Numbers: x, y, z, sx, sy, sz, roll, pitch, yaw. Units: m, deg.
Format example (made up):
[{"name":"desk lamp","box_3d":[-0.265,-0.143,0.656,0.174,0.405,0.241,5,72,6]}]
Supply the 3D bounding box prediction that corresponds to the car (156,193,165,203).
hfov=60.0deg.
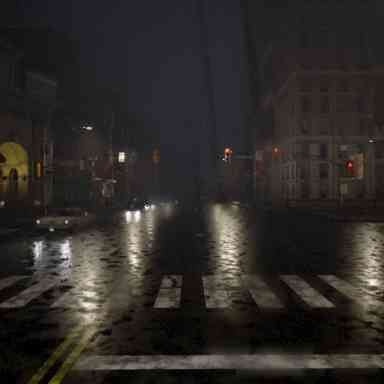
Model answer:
[{"name":"car","box_3d":[-6.912,1.225,71.034,2.150,2.045,5.566,0,0,0]}]

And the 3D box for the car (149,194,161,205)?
[{"name":"car","box_3d":[-7.060,1.491,57.481,2.128,1.511,4.902,0,0,0]}]

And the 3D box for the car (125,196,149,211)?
[{"name":"car","box_3d":[-7.084,1.493,41.837,2.128,1.511,4.902,0,0,0]}]

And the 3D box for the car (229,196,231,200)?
[{"name":"car","box_3d":[8.250,1.466,94.369,1.882,1.535,5.008,0,0,38]}]

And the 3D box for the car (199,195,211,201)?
[{"name":"car","box_3d":[3.301,1.524,85.379,1.812,1.442,4.674,0,0,22]}]

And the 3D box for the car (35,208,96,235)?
[{"name":"car","box_3d":[-7.094,1.601,19.049,1.895,1.301,4.718,0,0,0]}]

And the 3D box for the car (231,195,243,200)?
[{"name":"car","box_3d":[12.471,1.500,94.149,1.837,1.490,4.892,0,0,41]}]

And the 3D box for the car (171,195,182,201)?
[{"name":"car","box_3d":[-3.975,1.499,85.934,1.837,1.490,4.892,0,0,19]}]

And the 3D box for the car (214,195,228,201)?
[{"name":"car","box_3d":[7.102,1.525,85.356,2.128,1.511,4.902,0,0,25]}]
